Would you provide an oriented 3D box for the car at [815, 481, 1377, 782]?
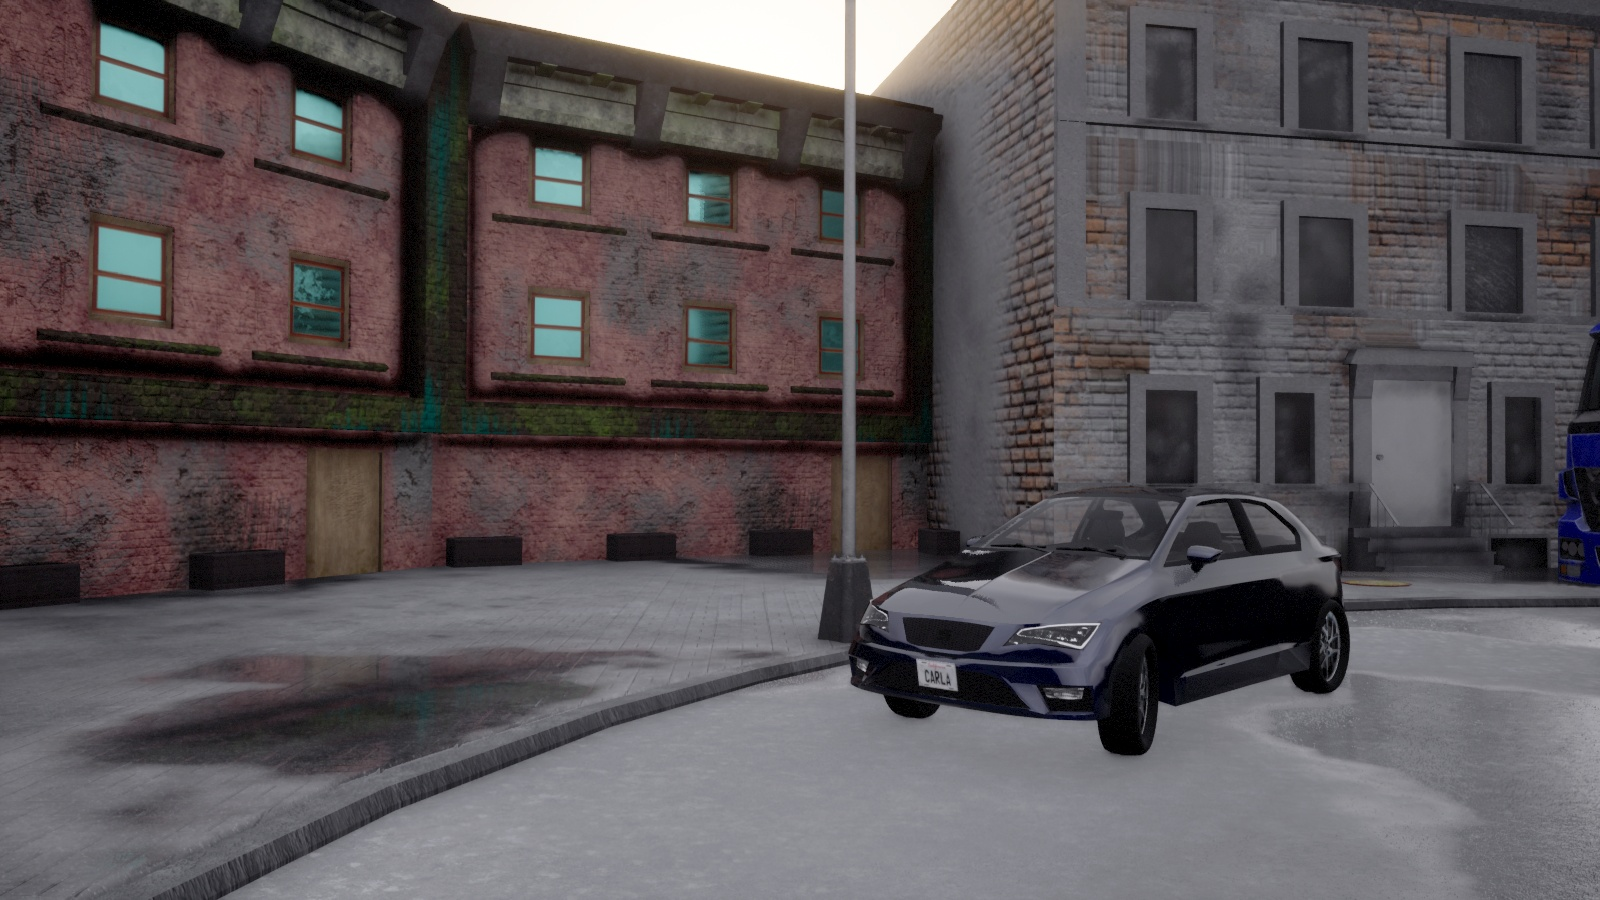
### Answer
[{"bbox_3d":[2.194,0.963,8.457,1.816,1.474,4.193,-1,-1,43],"label":"car"}]

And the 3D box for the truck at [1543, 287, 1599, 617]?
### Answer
[{"bbox_3d":[12.379,-0.002,12.812,7.936,3.462,2.891,0,-1,-3],"label":"truck"}]
